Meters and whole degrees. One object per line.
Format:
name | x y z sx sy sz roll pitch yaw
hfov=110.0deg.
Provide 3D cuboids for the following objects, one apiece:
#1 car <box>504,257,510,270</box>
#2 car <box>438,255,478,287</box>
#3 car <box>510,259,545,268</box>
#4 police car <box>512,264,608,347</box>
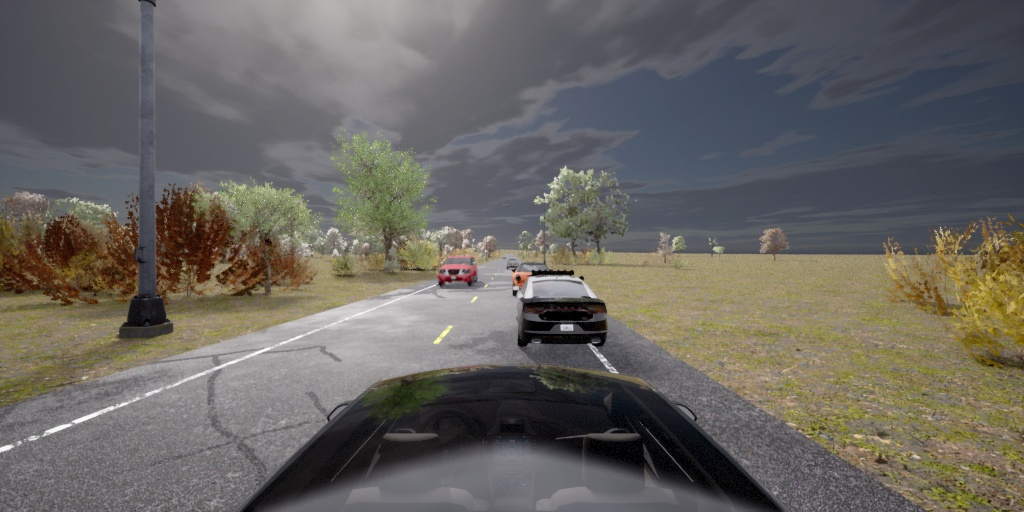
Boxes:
car | 0.127 1.246 52.939 2.033 1.411 5.357 0 0 0
car | -3.576 0.961 24.682 2.150 2.045 5.566 0 0 0
car | 1.069 1.095 19.349 2.097 1.767 4.553 0 0 0
police car | 1.059 1.174 9.488 1.930 1.638 5.238 0 0 0
